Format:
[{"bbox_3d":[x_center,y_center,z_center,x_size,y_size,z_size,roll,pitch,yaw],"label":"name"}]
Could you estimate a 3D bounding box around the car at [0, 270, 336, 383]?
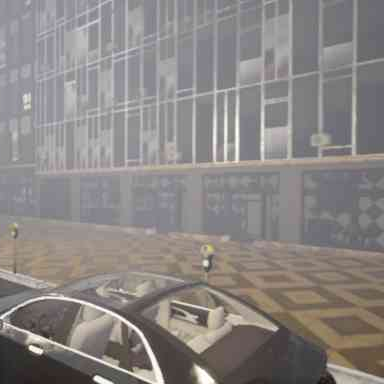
[{"bbox_3d":[-0.865,1.538,3.489,4.403,1.369,2.008,0,0,36],"label":"car"}]
